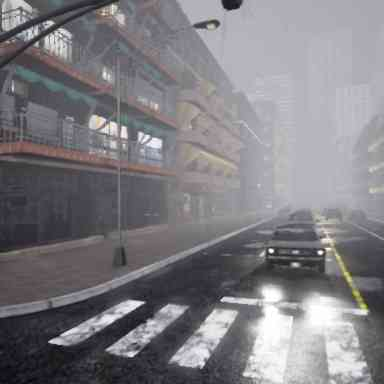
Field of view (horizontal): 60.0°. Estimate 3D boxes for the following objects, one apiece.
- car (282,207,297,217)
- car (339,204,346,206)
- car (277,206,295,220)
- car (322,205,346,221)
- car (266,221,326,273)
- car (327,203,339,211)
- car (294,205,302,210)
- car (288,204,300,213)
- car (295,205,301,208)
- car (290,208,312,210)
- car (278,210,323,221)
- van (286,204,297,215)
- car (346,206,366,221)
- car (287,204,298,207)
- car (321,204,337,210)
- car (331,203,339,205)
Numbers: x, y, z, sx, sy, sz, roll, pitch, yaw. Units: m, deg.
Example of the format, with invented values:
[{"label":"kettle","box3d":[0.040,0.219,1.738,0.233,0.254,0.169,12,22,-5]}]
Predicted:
[{"label":"car","box3d":[15.741,3.172,53.458,2.008,1.369,4.403,-2,-2,20]},{"label":"car","box3d":[23.652,2.994,50.797,1.752,1.417,4.829,-2,-2,20]},{"label":"car","box3d":[11.985,2.889,42.907,1.802,1.307,4.206,-2,-2,20]},{"label":"car","box3d":[16.943,2.669,39.798,1.837,1.490,4.892,-1,-2,20]},{"label":"car","box3d":[3.805,1.975,12.274,1.895,1.301,4.718,-1,-2,17]},{"label":"car","box3d":[34.863,3.722,82.296,2.192,1.841,5.009,-2,-2,20]},{"label":"car","box3d":[28.863,4.304,90.395,1.802,1.307,4.206,-2,-2,20]},{"label":"car","box3d":[21.351,3.408,69.301,2.192,1.841,5.009,-2,-2,20]},{"label":"car","box3d":[13.791,2.708,40.181,1.837,1.490,4.892,-1,-2,20]},{"label":"car","box3d":[10.260,2.439,30.403,1.812,1.442,4.674,-1,-2,20]},{"label":"car","box3d":[6.954,2.129,21.136,2.128,1.511,4.902,-1,-2,20]},{"label":"van","box3d":[17.616,3.119,58.741,1.690,1.788,3.998,-2,-2,20]},{"label":"car","box3d":[19.839,2.732,40.084,1.802,1.307,4.206,-2,-2,20]},{"label":"car","box3d":[13.860,2.904,48.187,1.967,1.590,4.097,-2,-2,20]},{"label":"car","box3d":[20.375,2.982,49.581,1.812,1.442,4.674,-1,-2,20]},{"label":"car","box3d":[27.348,3.093,61.195,2.192,1.841,5.009,-2,-2,20]}]
